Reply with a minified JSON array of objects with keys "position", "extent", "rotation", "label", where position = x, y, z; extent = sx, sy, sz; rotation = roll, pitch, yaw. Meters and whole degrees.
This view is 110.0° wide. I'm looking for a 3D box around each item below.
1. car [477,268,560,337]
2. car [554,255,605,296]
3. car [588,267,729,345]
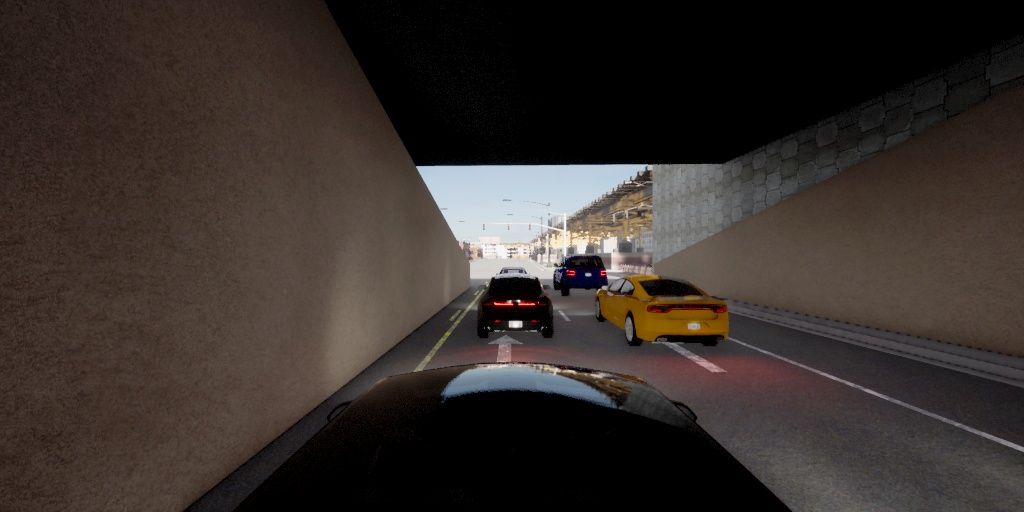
[{"position":[0.076,1.255,10.313],"extent":[1.837,1.490,4.892],"rotation":[0,0,0],"label":"car"},{"position":[3.569,0.971,19.484],"extent":[2.150,2.045,5.566],"rotation":[0,0,0],"label":"car"},{"position":[3.574,1.228,9.515],"extent":[1.882,1.535,5.008],"rotation":[0,0,0],"label":"car"}]
